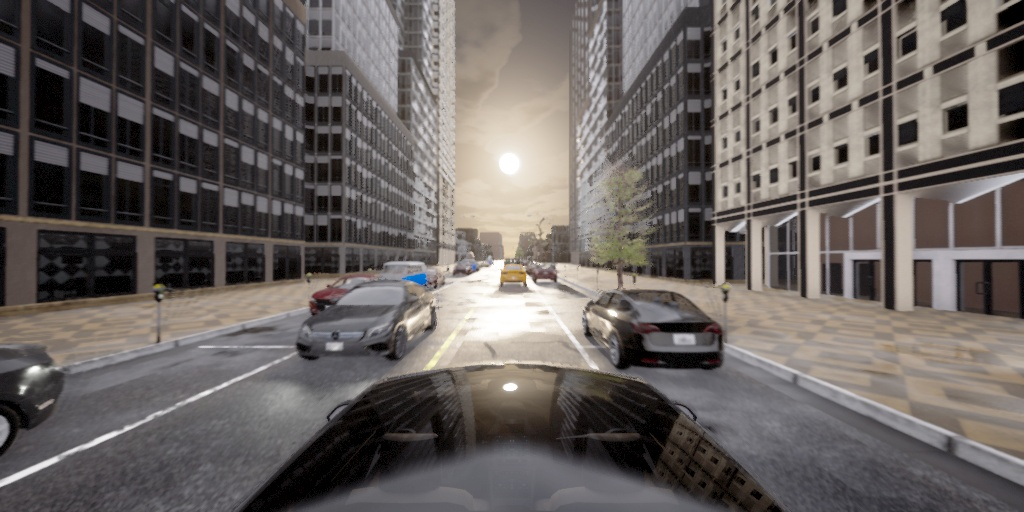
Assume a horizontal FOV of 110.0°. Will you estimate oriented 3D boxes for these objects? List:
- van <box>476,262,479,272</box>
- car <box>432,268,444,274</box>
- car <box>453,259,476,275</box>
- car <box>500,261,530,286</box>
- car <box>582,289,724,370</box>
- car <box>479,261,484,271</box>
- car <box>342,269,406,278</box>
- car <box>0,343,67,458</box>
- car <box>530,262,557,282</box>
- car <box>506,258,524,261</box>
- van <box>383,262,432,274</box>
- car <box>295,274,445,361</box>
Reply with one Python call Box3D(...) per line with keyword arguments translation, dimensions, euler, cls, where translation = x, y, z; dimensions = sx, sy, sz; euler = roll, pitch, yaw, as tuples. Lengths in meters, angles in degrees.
Box3D(translation=(-5.698, 1.345, 47.534), dimensions=(1.690, 1.789, 3.998), euler=(0, 0, 0), cls="van")
Box3D(translation=(-5.694, 1.463, 24.765), dimensions=(1.802, 1.307, 4.207), euler=(0, 0, 0), cls="car")
Box3D(translation=(-5.697, 1.414, 41.841), dimensions=(1.967, 1.591, 4.097), euler=(0, 0, 0), cls="car")
Box3D(translation=(0.096, 1.372, 27.084), dimensions=(1.882, 1.535, 5.008), euler=(0, 0, 0), cls="car")
Box3D(translation=(2.689, 1.350, 7.677), dimensions=(1.948, 1.339, 4.313), euler=(0, 0, 0), cls="car")
Box3D(translation=(-5.699, 1.600, 53.226), dimensions=(1.948, 1.339, 4.313), euler=(0, 0, 0), cls="car")
Box3D(translation=(-5.692, 1.363, 13.380), dimensions=(1.888, 1.381, 4.507), euler=(0, 0, 0), cls="car")
Box3D(translation=(-5.690, 1.302, 1.996), dimensions=(2.007, 1.370, 4.403), euler=(0, 0, 0), cls="car")
Box3D(translation=(2.686, 1.352, 30.444), dimensions=(1.967, 1.591, 4.097), euler=(0, 0, 0), cls="car")
Box3D(translation=(0.092, 1.210, 44.646), dimensions=(2.150, 2.045, 5.566), euler=(0, 0, 0), cls="car")
Box3D(translation=(-5.693, 1.191, 19.073), dimensions=(1.690, 1.789, 3.998), euler=(0, 0, 0), cls="van")
Box3D(translation=(-3.040, 1.315, 8.509), dimensions=(1.812, 1.442, 4.674), euler=(0, 0, 0), cls="car")
